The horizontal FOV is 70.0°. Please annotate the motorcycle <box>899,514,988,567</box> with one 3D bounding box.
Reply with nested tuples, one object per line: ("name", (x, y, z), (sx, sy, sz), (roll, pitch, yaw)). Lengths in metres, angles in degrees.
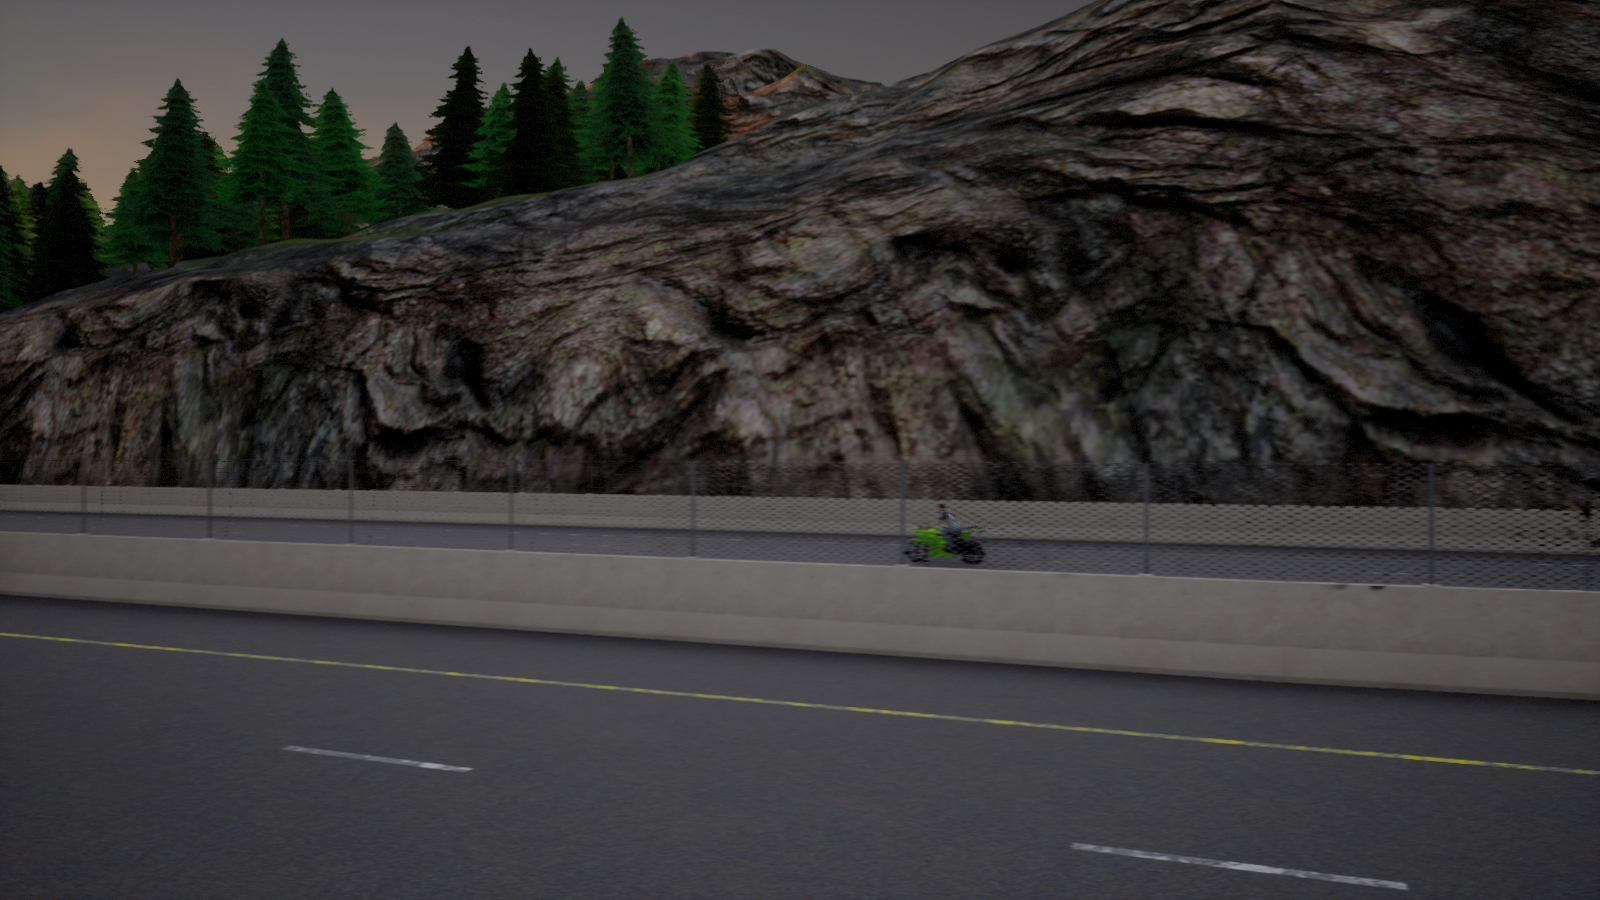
("motorcycle", (3.527, 2.203, 28.042), (2.033, 1.217, 0.803), (0, -1, 22))
